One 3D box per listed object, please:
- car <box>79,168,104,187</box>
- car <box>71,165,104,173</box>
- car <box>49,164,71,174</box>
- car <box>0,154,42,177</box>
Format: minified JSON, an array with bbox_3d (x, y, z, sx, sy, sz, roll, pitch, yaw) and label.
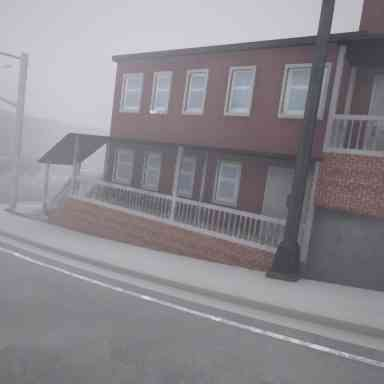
[{"bbox_3d":[-8.952,-1.262,33.898,2.033,1.411,5.357,11,7,35],"label":"car"},{"bbox_3d":[-12.070,-2.480,41.703,1.882,1.535,5.008,11,7,35],"label":"car"},{"bbox_3d":[-15.841,-3.014,42.388,1.837,1.490,4.892,11,7,35],"label":"car"},{"bbox_3d":[-18.011,-2.738,33.388,2.150,2.045,5.566,11,7,36],"label":"car"}]
